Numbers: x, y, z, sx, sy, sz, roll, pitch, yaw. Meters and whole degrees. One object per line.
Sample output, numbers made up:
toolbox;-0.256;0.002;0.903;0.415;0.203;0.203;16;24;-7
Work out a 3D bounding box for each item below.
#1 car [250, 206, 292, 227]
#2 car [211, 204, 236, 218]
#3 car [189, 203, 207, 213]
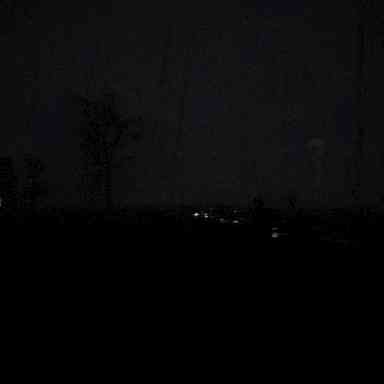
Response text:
car;6.365;1.969;27.070;1.837;1.490;4.892;1;-1;-14
car;3.604;2.182;38.517;1.837;1.490;4.892;1;-2;-13
car;0.833;2.387;50.262;2.128;1.511;4.902;1;-1;-13
